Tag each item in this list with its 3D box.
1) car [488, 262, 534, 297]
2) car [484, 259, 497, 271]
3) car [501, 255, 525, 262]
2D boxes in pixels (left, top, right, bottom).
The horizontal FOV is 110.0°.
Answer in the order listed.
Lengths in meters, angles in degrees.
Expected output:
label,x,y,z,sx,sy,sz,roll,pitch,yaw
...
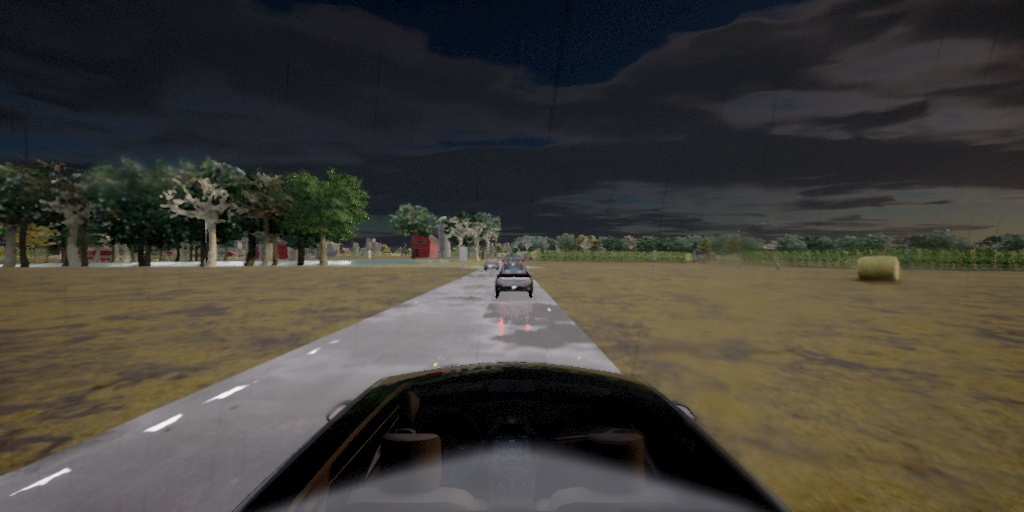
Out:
label,x,y,z,sx,sy,sz,roll,pitch,yaw
car,0.096,1.234,18.718,2.128,1.511,4.902,0,0,0
car,-2.771,1.205,48.616,2.128,1.511,4.902,0,0,0
car,0.098,0.941,36.196,2.150,2.045,5.566,0,-1,0
